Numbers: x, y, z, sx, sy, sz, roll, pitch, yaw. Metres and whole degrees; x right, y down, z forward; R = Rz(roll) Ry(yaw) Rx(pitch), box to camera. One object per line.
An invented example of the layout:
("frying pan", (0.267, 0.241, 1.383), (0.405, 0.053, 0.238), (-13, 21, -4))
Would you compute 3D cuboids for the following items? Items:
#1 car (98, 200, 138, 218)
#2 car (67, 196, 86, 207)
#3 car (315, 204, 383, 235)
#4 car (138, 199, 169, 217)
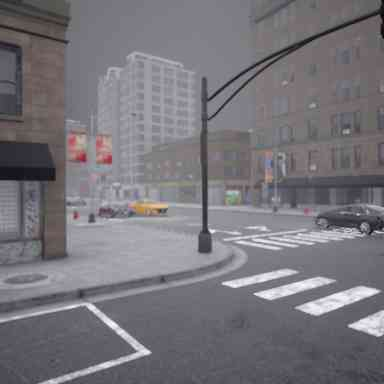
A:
("car", (-6.846, 1.448, 29.481), (1.812, 1.442, 4.674), (0, 0, -36))
("car", (-17.281, 1.398, 49.641), (1.812, 1.442, 4.674), (0, 0, -35))
("car", (8.980, 1.431, 18.310), (1.837, 1.490, 4.892), (2, -1, -23))
("car", (-3.994, 1.385, 31.054), (1.882, 1.535, 5.008), (0, 0, -36))
